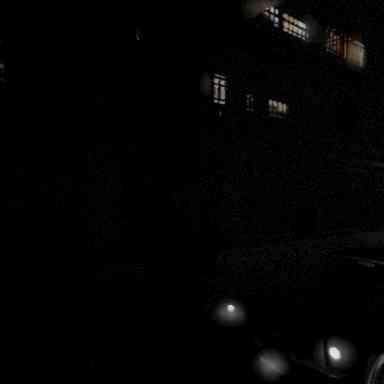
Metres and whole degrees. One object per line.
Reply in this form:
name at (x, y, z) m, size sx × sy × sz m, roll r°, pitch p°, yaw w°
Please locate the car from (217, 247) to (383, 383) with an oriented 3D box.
car at (2.671, 1.607, 4.975) m, size 4.718 × 1.301 × 1.895 m, roll 0°, pitch 0°, yaw -35°
